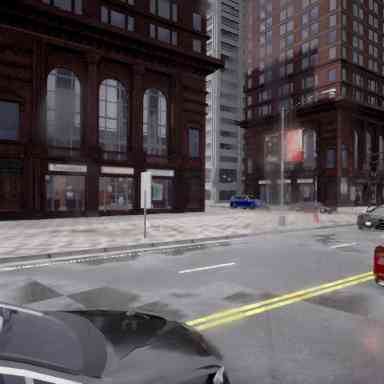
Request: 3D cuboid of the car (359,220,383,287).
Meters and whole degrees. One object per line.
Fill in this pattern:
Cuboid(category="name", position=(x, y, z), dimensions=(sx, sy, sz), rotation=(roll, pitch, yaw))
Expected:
Cuboid(category="car", position=(6.285, 1.489, 7.913), dimensions=(5.008, 1.535, 1.882), rotation=(0, 0, -35))

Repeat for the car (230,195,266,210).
Cuboid(category="car", position=(7.544, 1.447, 45.415), dimensions=(2.150, 2.045, 5.566), rotation=(1, -1, -35))

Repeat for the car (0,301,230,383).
Cuboid(category="car", position=(-1.888, 1.492, 2.097), dimensions=(4.902, 1.511, 2.128), rotation=(0, 0, -35))

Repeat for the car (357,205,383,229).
Cuboid(category="car", position=(11.958, 1.527, 20.174), dimensions=(5.008, 1.535, 1.882), rotation=(0, 0, -35))

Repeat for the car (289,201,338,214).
Cuboid(category="car", position=(13.421, 1.726, 37.136), dimensions=(2.033, 1.411, 5.357), rotation=(1, -1, -35))
